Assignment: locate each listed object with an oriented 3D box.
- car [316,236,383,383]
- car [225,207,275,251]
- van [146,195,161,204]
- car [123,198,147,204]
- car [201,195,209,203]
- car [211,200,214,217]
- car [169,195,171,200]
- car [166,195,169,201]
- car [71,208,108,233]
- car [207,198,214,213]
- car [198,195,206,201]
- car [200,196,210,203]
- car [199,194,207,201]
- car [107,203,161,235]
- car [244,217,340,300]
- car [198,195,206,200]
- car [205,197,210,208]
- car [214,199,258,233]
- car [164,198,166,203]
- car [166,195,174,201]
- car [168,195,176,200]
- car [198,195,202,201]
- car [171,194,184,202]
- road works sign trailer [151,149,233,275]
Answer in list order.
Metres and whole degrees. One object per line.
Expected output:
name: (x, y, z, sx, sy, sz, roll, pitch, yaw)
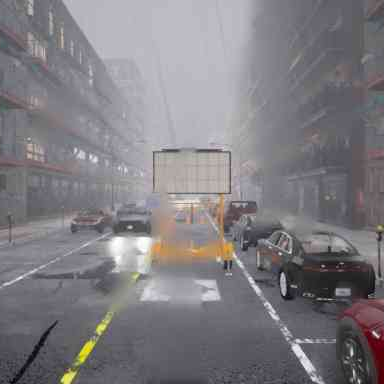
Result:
car: (2.702, 1.441, 2.448, 1.967, 1.590, 4.097, 1, 0, 0)
car: (2.701, 1.553, 13.789, 2.008, 1.369, 4.403, 1, 0, 0)
van: (-5.674, 1.333, 47.876, 1.690, 1.788, 3.998, 1, 0, 0)
car: (-5.678, 1.564, 30.862, 1.947, 1.339, 4.313, 1, 0, 0)
car: (2.703, 1.517, 47.985, 1.752, 1.417, 4.829, 1, 0, 0)
car: (2.702, 1.525, 25.302, 1.752, 1.417, 4.829, 1, 0, 0)
car: (-5.676, 1.530, 81.905, 1.947, 1.339, 4.313, 1, 0, 0)
car: (-5.676, 1.536, 59.219, 2.008, 1.369, 4.403, 1, 0, 0)
car: (-5.679, 1.583, 19.518, 1.802, 1.307, 4.206, 1, 0, 0)
car: (2.702, 1.543, 30.802, 1.887, 1.381, 4.507, 1, 0, 0)
car: (2.705, 1.502, 87.511, 1.887, 1.381, 4.507, 1, 0, 0)
car: (2.705, 1.557, 70.500, 1.802, 1.307, 4.206, 1, 0, 0)
car: (2.706, 1.404, 81.839, 1.967, 1.590, 4.097, 1, 0, 0)
car: (-3.100, 1.565, 18.643, 1.994, 1.385, 4.181, 0, 0, 0)
car: (2.701, 1.553, 8.119, 2.008, 1.369, 4.403, 1, 0, 0)
car: (2.705, 1.502, 93.181, 2.008, 1.369, 4.403, 1, 0, 0)
car: (2.702, 1.541, 36.473, 1.887, 1.381, 4.507, 1, 0, 0)
car: (2.705, 1.316, 19.461, 2.192, 1.841, 5.009, 1, 0, 0)
car: (-5.677, 1.534, 53.547, 1.887, 1.381, 4.507, 1, 0, 0)
car: (-5.674, 1.483, 87.406, 1.752, 1.417, 4.829, 1, 0, 0)
car: (-5.675, 1.502, 93.247, 2.008, 1.369, 4.403, 1, 0, 0)
car: (2.705, 1.420, 64.828, 1.967, 1.590, 4.097, 1, 0, 0)
car: (-2.997, 1.321, 76.662, 2.097, 1.767, 4.553, 0, 0, 0)
road works sign trailer: (0.000, 0.466, 10.397, 2.380, 3.560, 2.880, 0, 0, 0)
